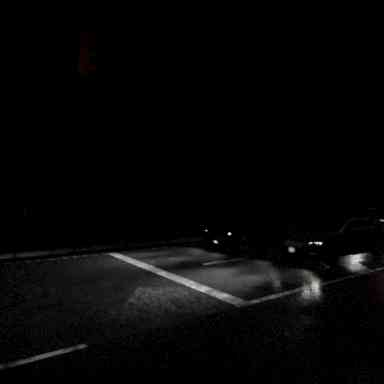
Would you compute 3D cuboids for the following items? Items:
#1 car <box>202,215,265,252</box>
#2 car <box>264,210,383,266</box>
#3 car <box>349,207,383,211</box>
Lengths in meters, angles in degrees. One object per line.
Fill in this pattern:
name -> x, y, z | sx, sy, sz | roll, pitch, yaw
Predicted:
car -> 2.751, 1.697, 14.562 | 4.718, 1.301, 1.895 | 1, 0, -36
car -> 5.185, 1.591, 11.988 | 4.902, 1.511, 2.128 | 1, 0, -35
car -> 10.298, 1.683, 20.012 | 4.892, 1.490, 1.837 | 1, 0, -36
